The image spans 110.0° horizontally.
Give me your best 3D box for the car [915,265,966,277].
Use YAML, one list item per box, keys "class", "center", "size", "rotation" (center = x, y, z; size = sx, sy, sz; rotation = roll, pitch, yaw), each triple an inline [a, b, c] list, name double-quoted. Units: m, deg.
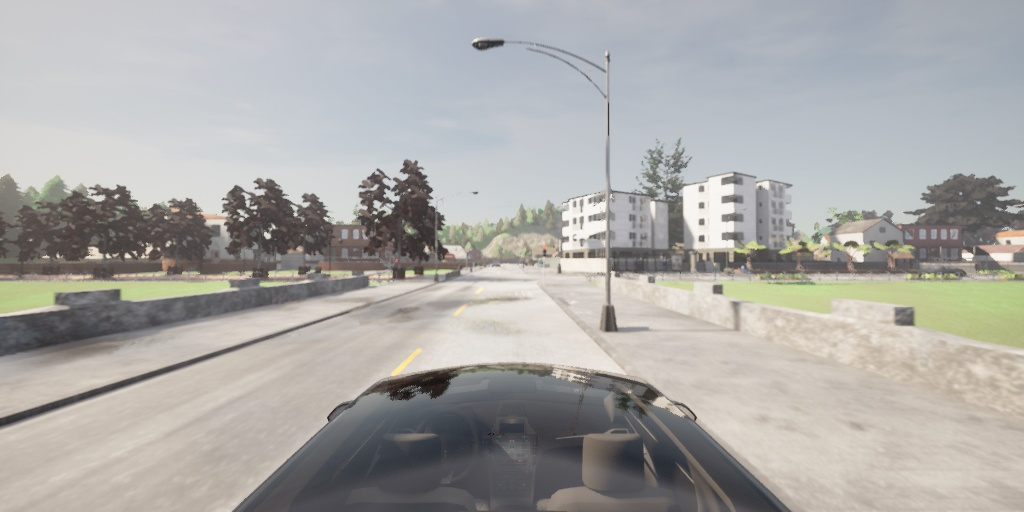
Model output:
- class: "car"
  center: [49.205, 1.767, 41.280]
  size: [4.181, 1.385, 1.994]
  rotation: [0, -1, 0]
